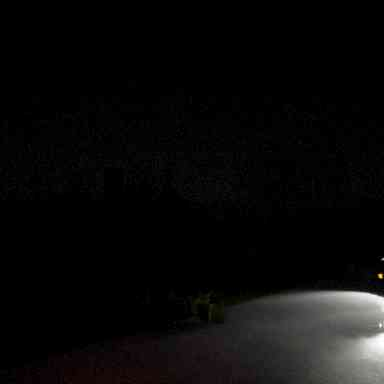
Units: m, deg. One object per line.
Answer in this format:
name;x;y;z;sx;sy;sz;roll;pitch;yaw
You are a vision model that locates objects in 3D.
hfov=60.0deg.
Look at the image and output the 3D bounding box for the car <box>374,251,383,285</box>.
car;6.106;1.487;7.758;4.181;1.385;1.994;-1;0;-35
